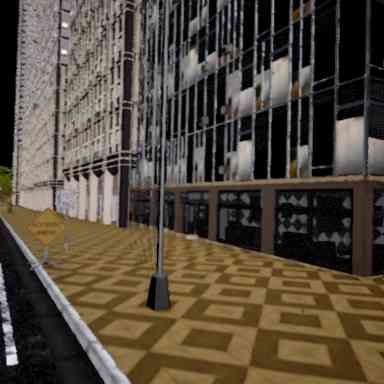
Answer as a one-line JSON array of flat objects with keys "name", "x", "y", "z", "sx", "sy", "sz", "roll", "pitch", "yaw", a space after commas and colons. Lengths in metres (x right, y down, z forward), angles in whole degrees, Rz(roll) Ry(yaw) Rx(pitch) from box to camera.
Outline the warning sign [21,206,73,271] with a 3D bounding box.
[{"name": "warning sign", "x": -4.600, "y": 1.408, "z": 10.536, "sx": 1.300, "sy": 1.860, "sz": 1.060, "roll": 3, "pitch": -2, "yaw": -31}]
